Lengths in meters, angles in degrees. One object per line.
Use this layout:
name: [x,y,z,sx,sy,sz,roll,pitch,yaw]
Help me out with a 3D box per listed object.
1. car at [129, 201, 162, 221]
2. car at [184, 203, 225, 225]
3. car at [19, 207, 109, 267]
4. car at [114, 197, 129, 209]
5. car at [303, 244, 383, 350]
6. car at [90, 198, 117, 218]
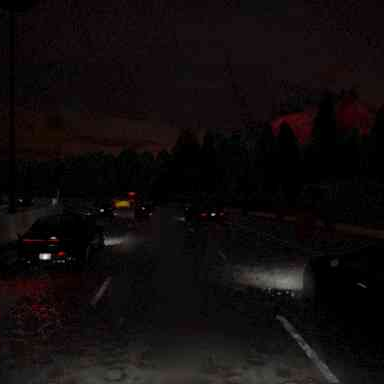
car: [-3.621,1.443,26.799,2.128,1.511,4.902,0,0,-14]
car: [0.780,1.501,23.780,2.033,1.411,5.357,0,0,-13]
car: [-4.239,1.486,11.411,1.837,1.490,4.892,0,0,-6]
car: [-9.514,1.402,43.288,1.882,1.535,5.008,0,0,-24]
car: [3.300,1.513,5.076,1.812,1.442,4.674,0,0,-2]
car: [-8.018,1.513,29.455,1.994,1.385,4.181,0,0,-16]
